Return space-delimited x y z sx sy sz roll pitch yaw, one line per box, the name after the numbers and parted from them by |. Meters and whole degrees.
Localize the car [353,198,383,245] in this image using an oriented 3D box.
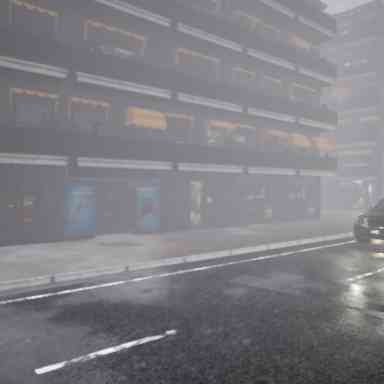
9.350 1.218 14.614 5.566 2.045 2.150 0 0 -37 | car

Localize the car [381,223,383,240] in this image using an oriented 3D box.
7.701 1.541 9.342 5.357 1.411 2.033 0 0 -37 | car
